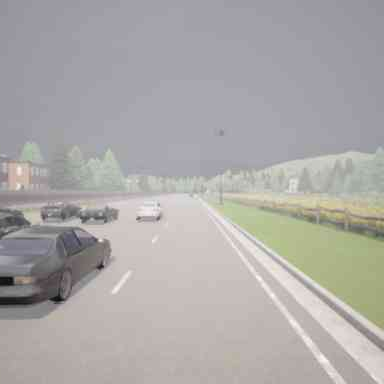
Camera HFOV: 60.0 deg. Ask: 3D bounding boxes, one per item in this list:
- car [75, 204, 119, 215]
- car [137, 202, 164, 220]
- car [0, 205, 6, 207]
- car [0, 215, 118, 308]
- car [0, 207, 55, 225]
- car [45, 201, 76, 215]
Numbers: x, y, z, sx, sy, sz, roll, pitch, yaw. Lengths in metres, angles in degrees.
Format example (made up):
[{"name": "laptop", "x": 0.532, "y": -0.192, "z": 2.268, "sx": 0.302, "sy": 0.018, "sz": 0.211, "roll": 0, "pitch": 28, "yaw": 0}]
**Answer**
[{"name": "car", "x": -6.945, "y": 1.607, "z": 25.415, "sx": 1.895, "sy": 1.301, "sz": 4.718, "roll": 0, "pitch": 0, "yaw": 0}, {"name": "car", "x": -3.434, "y": 1.532, "z": 27.851, "sx": 1.812, "sy": 1.442, "sz": 4.674, "roll": 0, "pitch": 0, "yaw": 0}, {"name": "car", "x": -13.964, "y": 1.552, "z": 23.144, "sx": 2.033, "sy": 1.411, "sz": 5.357, "roll": 0, "pitch": 0, "yaw": 0}, {"name": "car", "x": -3.458, "y": 1.549, "z": 8.159, "sx": 2.033, "sy": 1.411, "sz": 5.357, "roll": 0, "pitch": 0, "yaw": 1}, {"name": "car", "x": -6.932, "y": 1.508, "z": 11.877, "sx": 1.837, "sy": 1.490, "sz": 4.892, "roll": 0, "pitch": 0, "yaw": 0}, {"name": "car", "x": -10.439, "y": 1.498, "z": 26.874, "sx": 2.128, "sy": 1.511, "sz": 4.902, "roll": 0, "pitch": 0, "yaw": 0}]
